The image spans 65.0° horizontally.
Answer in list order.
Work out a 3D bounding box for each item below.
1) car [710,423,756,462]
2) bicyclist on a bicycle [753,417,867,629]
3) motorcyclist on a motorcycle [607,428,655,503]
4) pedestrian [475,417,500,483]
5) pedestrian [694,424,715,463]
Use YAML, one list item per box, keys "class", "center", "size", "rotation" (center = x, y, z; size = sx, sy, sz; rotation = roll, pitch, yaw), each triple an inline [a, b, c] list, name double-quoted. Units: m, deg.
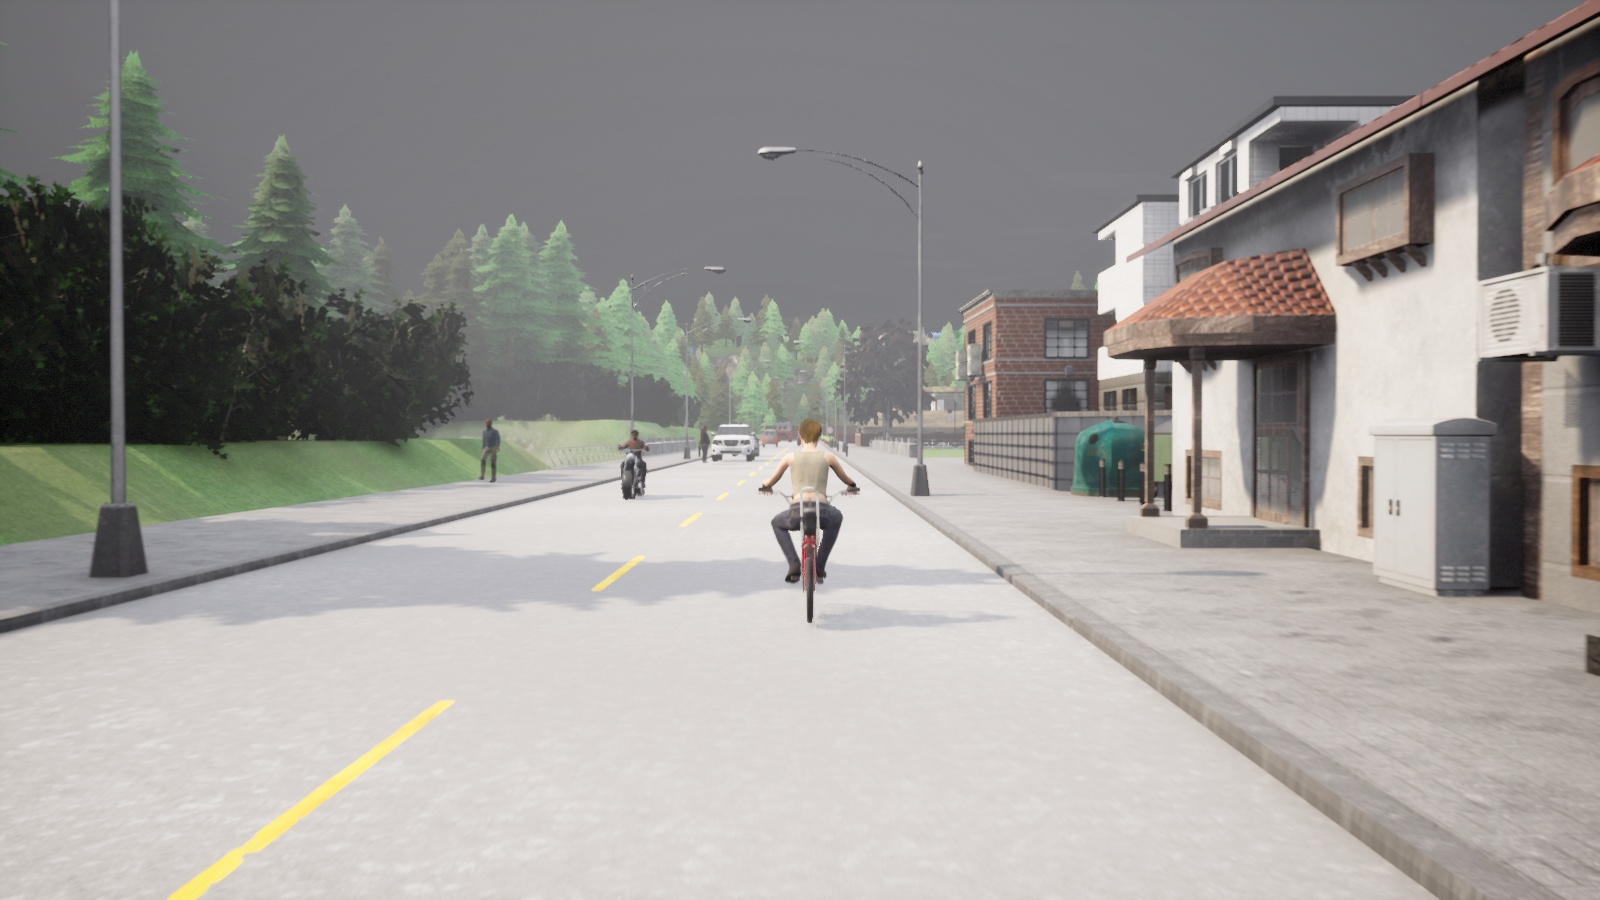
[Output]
- class: "car"
  center: [-3.635, -0.431, 69.090]
  size: [2.150, 2.045, 5.566]
  rotation: [0, 1, 0]
- class: "bicyclist on a bicycle"
  center: [0.076, 0.549, 10.293]
  size: [0.866, 1.612, 1.509]
  rotation: [0, 1, 0]
- class: "motorcyclist on a motorcycle"
  center: [-3.833, 0.322, 28.658]
  size: [0.766, 1.649, 2.350]
  rotation: [0, 1, 0]
- class: "pedestrian"
  center: [-8.747, -0.007, 35.180]
  size: [0.370, 1.835, 0.726]
  rotation: [0, 1, 15]
- class: "pedestrian"
  center: [-4.586, -0.315, 60.454]
  size: [0.899, 1.844, 0.634]
  rotation: [0, 1, 11]
